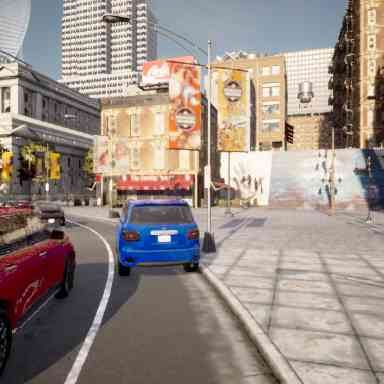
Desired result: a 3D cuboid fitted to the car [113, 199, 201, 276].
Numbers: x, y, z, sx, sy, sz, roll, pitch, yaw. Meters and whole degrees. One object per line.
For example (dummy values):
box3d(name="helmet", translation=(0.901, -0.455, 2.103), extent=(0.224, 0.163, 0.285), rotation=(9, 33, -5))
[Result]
box3d(name="car", translation=(-1.297, 1.218, 10.621), extent=(2.150, 2.045, 5.566), rotation=(0, 0, -14))

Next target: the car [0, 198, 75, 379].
box3d(name="car", translation=(-3.472, 1.218, 5.222), extent=(2.150, 2.045, 5.566), rotation=(0, 0, -7))

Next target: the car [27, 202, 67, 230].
box3d(name="car", translation=(-9.760, 1.493, 22.182), extent=(1.837, 1.490, 4.892), rotation=(1, 0, -31))

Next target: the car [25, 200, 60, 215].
box3d(name="car", translation=(-15.682, 1.577, 34.738), extent=(1.895, 1.301, 4.718), rotation=(0, 0, -43))
